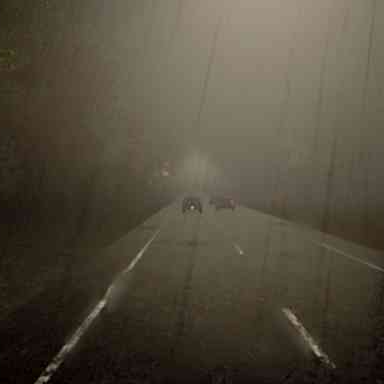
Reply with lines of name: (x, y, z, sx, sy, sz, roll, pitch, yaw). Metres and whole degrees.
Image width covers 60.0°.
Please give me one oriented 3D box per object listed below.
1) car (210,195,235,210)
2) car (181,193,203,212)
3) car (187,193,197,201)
car: (3.428, 1.170, 35.667, 2.033, 1.411, 5.357, 0, 1, 0)
car: (0.033, 1.159, 33.089, 1.837, 1.490, 4.892, 0, 1, 0)
car: (-0.026, 0.886, 60.368, 1.812, 1.442, 4.674, 0, 1, 0)
